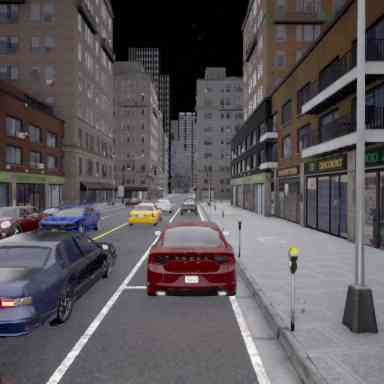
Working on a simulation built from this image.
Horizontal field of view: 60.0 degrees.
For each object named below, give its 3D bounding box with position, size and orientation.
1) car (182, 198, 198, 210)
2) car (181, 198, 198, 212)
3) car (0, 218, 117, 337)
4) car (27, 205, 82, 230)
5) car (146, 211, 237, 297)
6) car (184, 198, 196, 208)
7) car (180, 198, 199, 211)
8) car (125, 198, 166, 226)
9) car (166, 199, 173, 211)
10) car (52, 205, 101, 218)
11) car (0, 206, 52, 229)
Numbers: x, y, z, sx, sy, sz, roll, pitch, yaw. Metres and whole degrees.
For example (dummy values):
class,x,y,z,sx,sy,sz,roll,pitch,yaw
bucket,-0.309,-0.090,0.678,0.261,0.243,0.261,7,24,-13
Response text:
class,x,y,z,sx,sy,sz,roll,pitch,yaw
car,-0.277,1.543,44.111,1.947,1.339,4.313,-1,0,0
car,-0.279,1.507,38.694,1.752,1.417,4.829,-1,0,0
car,-3.046,1.545,7.030,2.033,1.411,5.357,0,0,0
car,-8.822,1.575,21.767,1.802,1.307,4.206,-1,0,0
car,-0.006,1.475,8.652,1.882,1.535,5.008,0,0,0
car,-0.276,1.554,49.696,1.802,1.307,4.206,-1,0,0
car,-0.280,1.537,32.939,2.008,1.369,4.403,-1,0,0
car,-3.146,1.450,23.160,1.801,1.575,5.366,0,0,0
car,-3.049,1.509,36.092,1.812,1.442,4.674,0,0,0
car,-6.247,1.472,17.636,1.882,1.535,5.008,0,0,0
car,-8.823,1.435,16.181,1.967,1.590,4.097,-1,0,0
